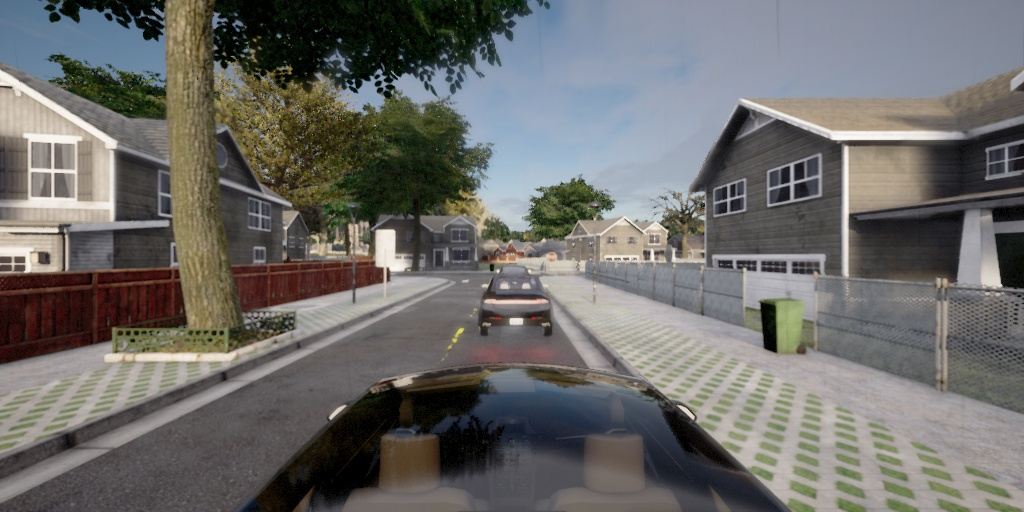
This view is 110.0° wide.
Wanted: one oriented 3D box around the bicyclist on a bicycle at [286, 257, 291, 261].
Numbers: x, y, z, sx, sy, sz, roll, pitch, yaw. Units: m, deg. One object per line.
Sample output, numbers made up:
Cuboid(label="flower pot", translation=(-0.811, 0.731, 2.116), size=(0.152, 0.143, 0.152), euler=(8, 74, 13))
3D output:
Cuboid(label="bicyclist on a bicycle", translation=(-22.331, 0.891, 35.833), size=(0.582, 1.620, 1.656), euler=(0, 0, -12))

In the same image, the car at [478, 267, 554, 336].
Cuboid(label="car", translation=(0.102, 1.244, 10.386), size=(2.128, 1.511, 4.902), euler=(0, 0, 0))

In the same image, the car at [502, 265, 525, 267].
Cuboid(label="car", translation=(0.105, 1.233, 20.942), size=(1.882, 1.535, 5.008), euler=(0, 0, 0))
